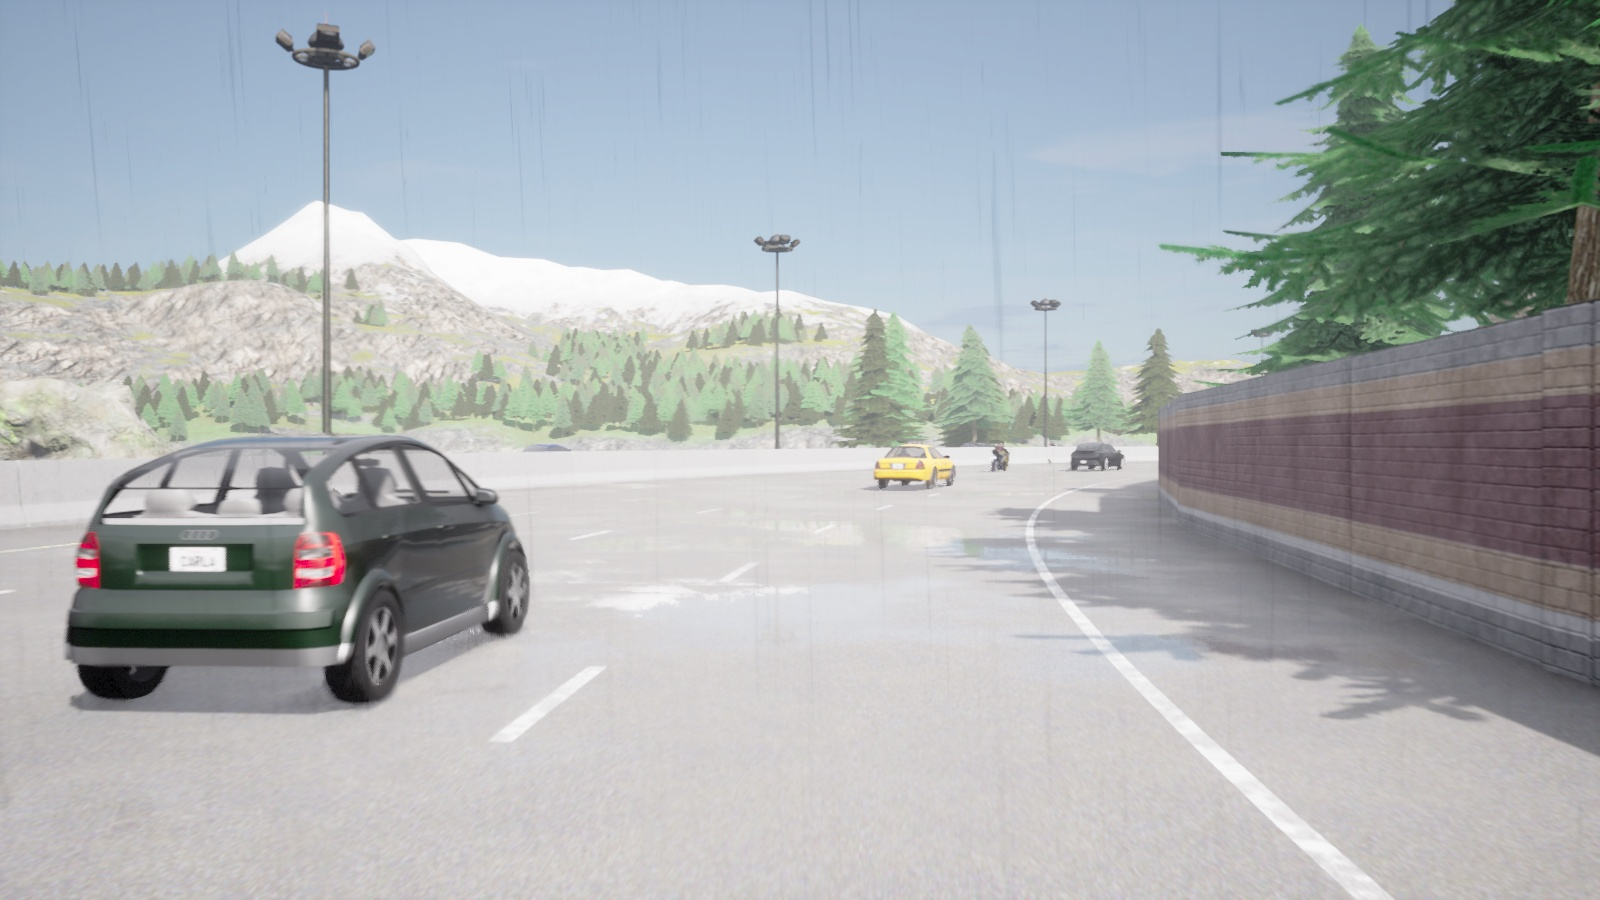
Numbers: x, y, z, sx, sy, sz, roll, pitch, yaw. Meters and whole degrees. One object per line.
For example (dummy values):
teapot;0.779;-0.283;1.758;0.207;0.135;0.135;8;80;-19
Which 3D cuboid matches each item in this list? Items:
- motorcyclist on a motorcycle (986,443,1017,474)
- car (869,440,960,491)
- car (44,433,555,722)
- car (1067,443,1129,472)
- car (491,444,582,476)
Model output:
motorcyclist on a motorcycle;10.420;0.426;65.028;0.866;1.530;2.191;1;1;29
car;3.885;0.454;41.756;1.801;1.575;5.366;0;0;19
car;-3.078;0.673;8.627;1.789;1.549;3.705;0;0;5
car;16.138;0.387;67.789;1.837;1.490;4.892;0;0;31
car;-12.201;0.429;58.405;1.812;1.442;4.674;0;0;23
